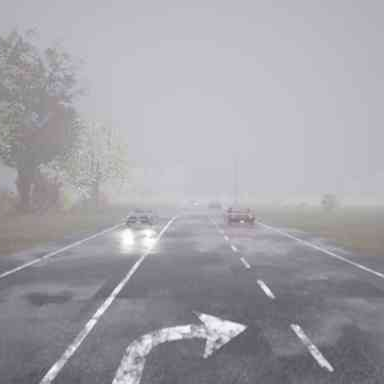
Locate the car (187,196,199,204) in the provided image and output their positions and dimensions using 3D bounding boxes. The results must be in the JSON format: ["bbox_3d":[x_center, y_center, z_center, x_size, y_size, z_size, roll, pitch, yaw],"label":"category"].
[{"bbox_3d":[-0.017,1.904,80.235,2.097,1.767,4.553,0,0,0],"label":"car"}]

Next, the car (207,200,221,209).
[{"bbox_3d":[3.490,1.924,52.698,1.994,1.385,4.181,0,0,0],"label":"car"}]

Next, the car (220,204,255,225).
[{"bbox_3d":[3.492,1.775,25.442,1.895,1.301,4.718,0,0,0],"label":"car"}]

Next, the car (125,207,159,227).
[{"bbox_3d":[-3.600,1.769,24.624,1.895,1.301,4.718,0,0,1],"label":"car"}]
